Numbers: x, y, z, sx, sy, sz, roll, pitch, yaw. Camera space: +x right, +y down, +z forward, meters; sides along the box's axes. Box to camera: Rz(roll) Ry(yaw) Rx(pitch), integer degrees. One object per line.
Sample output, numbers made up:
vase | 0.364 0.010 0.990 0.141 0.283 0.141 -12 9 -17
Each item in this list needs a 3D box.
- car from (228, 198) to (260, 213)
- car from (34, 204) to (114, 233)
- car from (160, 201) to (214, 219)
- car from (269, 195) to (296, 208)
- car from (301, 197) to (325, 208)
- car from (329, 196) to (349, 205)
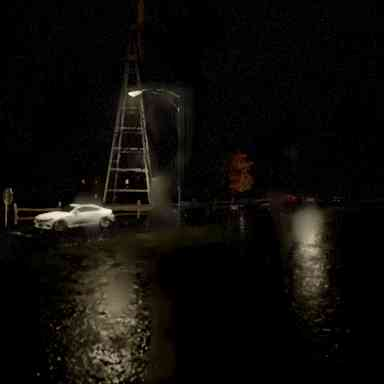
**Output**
car | 5.691 1.368 35.520 1.812 1.442 4.674 1 1 38
car | -6.730 1.434 19.462 1.812 1.442 4.674 1 1 40
car | -0.288 1.422 27.760 2.033 1.411 5.357 1 1 38
car | 11.860 1.160 43.367 2.097 1.767 4.553 1 1 39
car | 16.073 1.407 44.034 1.994 1.385 4.181 1 1 39
car | 23.791 1.352 53.740 2.033 1.411 5.357 1 1 40
